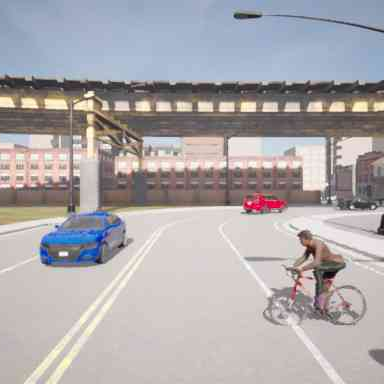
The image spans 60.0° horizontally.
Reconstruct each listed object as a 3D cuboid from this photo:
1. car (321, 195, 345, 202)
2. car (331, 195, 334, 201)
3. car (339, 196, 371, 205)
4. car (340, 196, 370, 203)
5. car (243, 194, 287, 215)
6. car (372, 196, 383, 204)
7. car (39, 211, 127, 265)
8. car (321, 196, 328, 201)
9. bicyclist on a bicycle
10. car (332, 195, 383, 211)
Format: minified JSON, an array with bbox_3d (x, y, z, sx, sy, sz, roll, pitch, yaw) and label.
[{"bbox_3d":[33.304,1.451,78.905,2.038,1.542,4.974,0,0,-34],"label":"car"},{"bbox_3d":[33.333,1.294,78.862,1.853,1.218,4.536,0,0,-34],"label":"car"},{"bbox_3d":[28.961,1.451,59.277,2.038,1.542,4.974,0,0,-29],"label":"car"},{"bbox_3d":[28.935,1.294,59.322,1.853,1.218,4.536,0,0,-29],"label":"car"},{"bbox_3d":[7.678,1.222,34.711,5.566,2.045,2.150,0,0,-42],"label":"car"},{"bbox_3d":[32.039,1.294,57.175,1.853,1.218,4.536,0,0,31],"label":"car"},{"bbox_3d":[-3.622,1.477,11.896,1.882,1.535,5.008,0,0,0],"label":"car"},{"bbox_3d":[29.261,1.294,78.105,4.536,1.218,1.853,0,0,-39],"label":"car"},{"bbox_3d":[2.071,1.453,5.544,1.656,1.620,0.582,-2,0,0],"label":"bicyclist on a bicycle"},{"bbox_3d":[20.201,1.491,40.573,4.902,1.511,2.128,0,0,-11],"label":"car"}]
